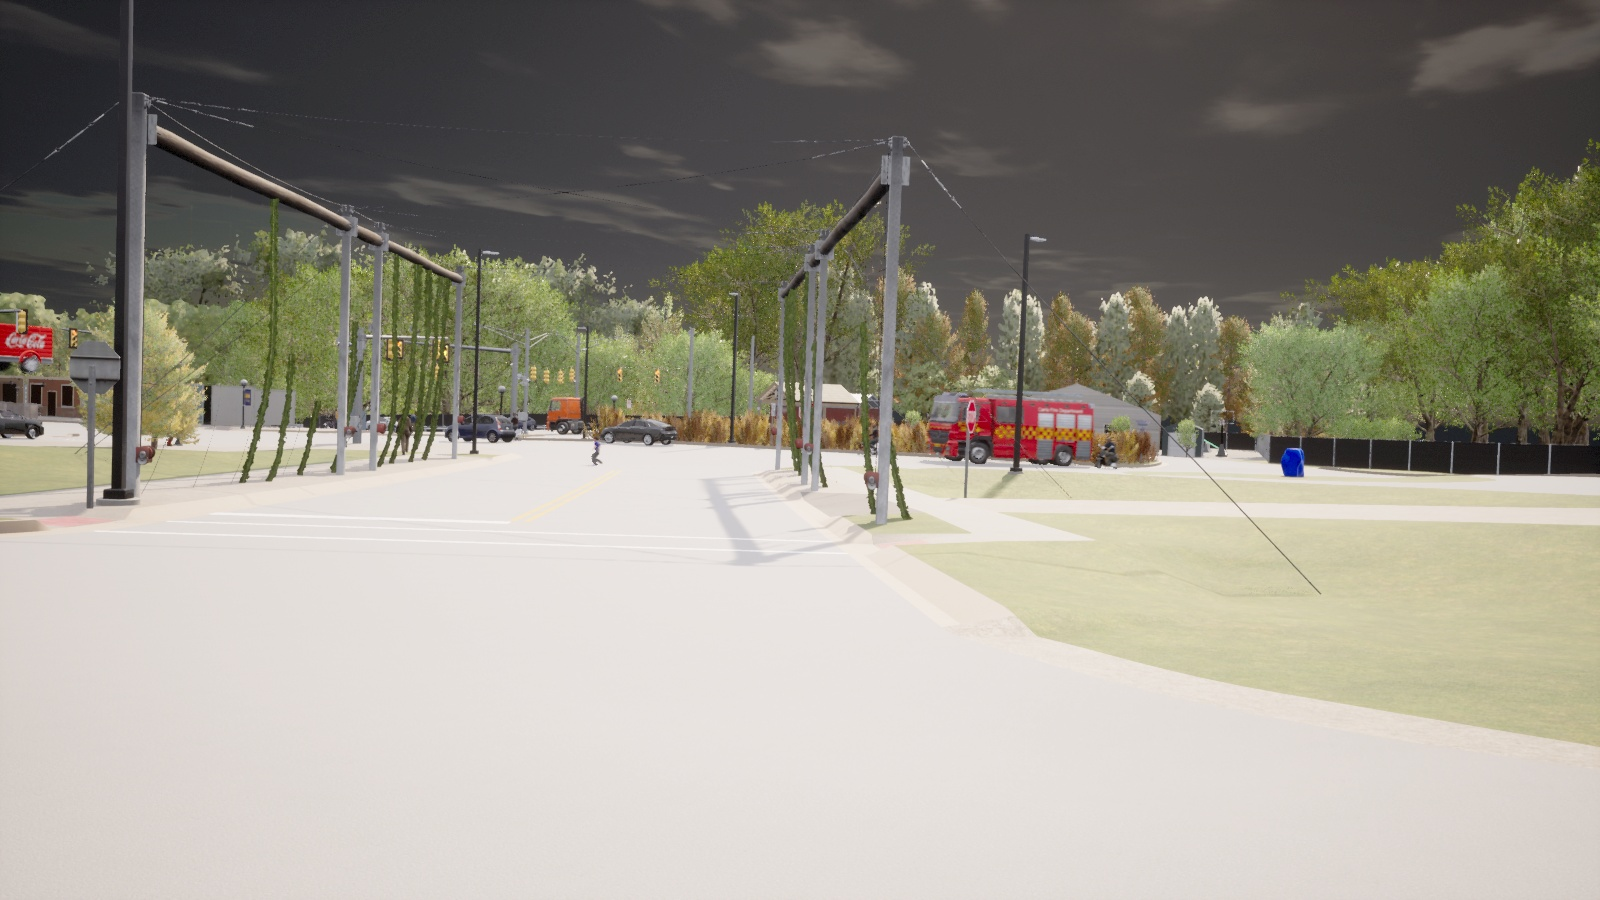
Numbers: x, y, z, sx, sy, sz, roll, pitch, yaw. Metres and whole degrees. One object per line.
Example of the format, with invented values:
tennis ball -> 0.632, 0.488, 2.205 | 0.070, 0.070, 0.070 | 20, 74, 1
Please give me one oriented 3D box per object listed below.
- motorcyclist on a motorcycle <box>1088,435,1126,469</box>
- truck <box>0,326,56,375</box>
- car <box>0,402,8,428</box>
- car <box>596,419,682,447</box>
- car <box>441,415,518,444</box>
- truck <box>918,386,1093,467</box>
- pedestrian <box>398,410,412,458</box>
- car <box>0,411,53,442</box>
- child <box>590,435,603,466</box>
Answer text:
motorcyclist on a motorcycle -> 15.417, 0.107, 63.046 | 1.817, 1.590, 0.866 | 2, 3, -41
truck -> -43.553, -5.456, 67.811 | 2.627, 2.467, 5.204 | 5, 3, 21
car -> -53.718, -2.290, 80.730 | 5.027, 1.651, 2.152 | 2, 2, 21
car -> -9.370, -1.017, 72.964 | 4.892, 1.490, 1.837 | 2, 3, 31
car -> -18.548, -1.213, 72.722 | 3.988, 1.617, 1.851 | 1, 2, 20
truck -> 10.623, -1.210, 64.856 | 8.468, 3.827, 2.891 | 2, 2, -22
pedestrian -> -16.068, -0.658, 51.100 | 0.396, 1.930, 0.692 | 2, 2, -10
car -> -39.783, -1.177, 61.958 | 2.128, 1.511, 4.902 | 2, 1, 16
child -> -8.232, 0.018, 50.885 | 0.437, 1.263, 0.270 | 2, 2, 7
